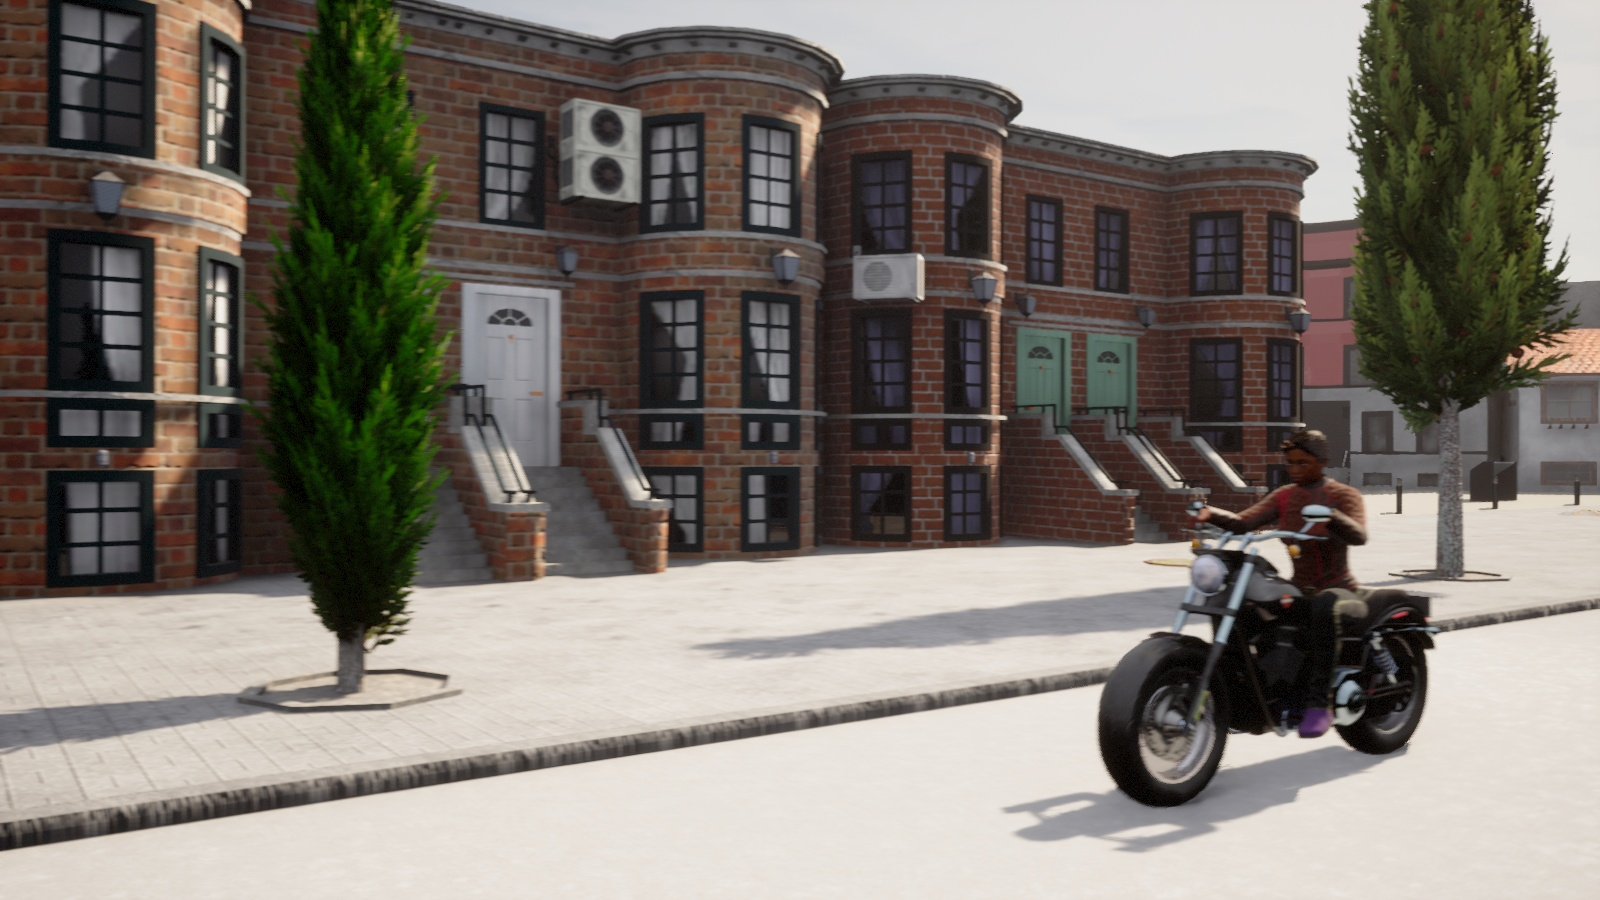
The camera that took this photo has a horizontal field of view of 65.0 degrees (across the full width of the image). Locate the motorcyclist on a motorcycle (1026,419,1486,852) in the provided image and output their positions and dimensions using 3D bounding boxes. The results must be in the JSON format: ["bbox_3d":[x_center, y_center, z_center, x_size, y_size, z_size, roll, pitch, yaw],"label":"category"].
[{"bbox_3d":[2.160,0.705,5.772,2.350,1.649,0.766,0,0,-35],"label":"motorcyclist on a motorcycle"}]
